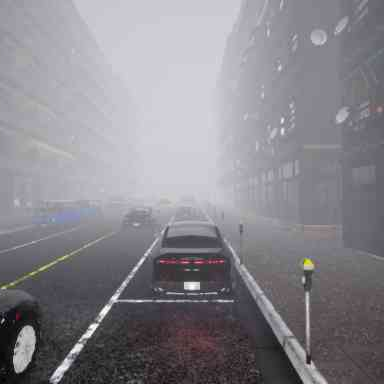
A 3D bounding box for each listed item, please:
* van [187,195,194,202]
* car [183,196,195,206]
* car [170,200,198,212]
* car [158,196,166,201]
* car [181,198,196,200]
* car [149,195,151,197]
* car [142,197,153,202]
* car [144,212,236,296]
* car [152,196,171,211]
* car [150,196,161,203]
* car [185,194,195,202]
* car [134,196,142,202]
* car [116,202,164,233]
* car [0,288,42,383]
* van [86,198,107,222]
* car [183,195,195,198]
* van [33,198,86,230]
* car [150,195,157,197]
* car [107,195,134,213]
[{"bbox_3d":[-0.474,1.575,87.068,1.690,1.788,3.998,1,0,0],"label":"van"},{"bbox_3d":[-0.473,1.553,59.411,1.967,1.590,4.097,1,0,0],"label":"car"},{"bbox_3d":[-0.438,1.572,26.224,1.887,1.381,4.507,1,0,0],"label":"car"},{"bbox_3d":[-8.326,1.846,92.652,1.802,1.307,4.206,1,0,0],"label":"car"},{"bbox_3d":[-0.438,1.582,31.754,1.887,1.381,4.507,1,0,0],"label":"car"},{"bbox_3d":[-8.321,1.660,53.938,1.947,1.339,4.313,1,0,0],"label":"car"},{"bbox_3d":[-5.773,1.741,46.765,1.895,1.301,4.718,0,0,0],"label":"car"},{"bbox_3d":[0.000,1.509,8.653,1.837,1.490,4.892,0,0,0],"label":"car"},{"bbox_3d":[-3.022,1.507,37.782,1.801,1.575,5.366,0,0,0],"label":"car"},{"bbox_3d":[-8.324,1.725,76.059,1.887,1.381,4.507,1,0,0],"label":"car"},{"bbox_3d":[-0.473,1.521,81.536,2.192,1.841,5.009,1,0,0],"label":"car"},{"bbox_3d":[-8.314,1.379,42.876,2.192,1.841,5.009,1,0,0],"label":"car"},{"bbox_3d":[-2.921,1.541,19.771,1.812,1.442,4.674,0,0,0],"label":"car"},{"bbox_3d":[-2.921,1.506,2.547,1.837,1.490,4.892,0,0,0],"label":"car"},{"bbox_3d":[-8.314,1.368,26.285,1.690,1.788,3.998,1,0,0],"label":"van"},{"bbox_3d":[-0.429,1.490,37.286,1.967,1.590,4.097,1,0,0],"label":"car"},{"bbox_3d":[-8.312,1.359,20.753,1.690,1.788,3.998,2,0,0],"label":"van"},{"bbox_3d":[-8.317,1.471,70.528,2.192,1.841,5.009,1,0,0],"label":"car"},{"bbox_3d":[-8.314,1.365,37.346,2.192,1.841,5.009,1,0,0],"label":"car"}]
